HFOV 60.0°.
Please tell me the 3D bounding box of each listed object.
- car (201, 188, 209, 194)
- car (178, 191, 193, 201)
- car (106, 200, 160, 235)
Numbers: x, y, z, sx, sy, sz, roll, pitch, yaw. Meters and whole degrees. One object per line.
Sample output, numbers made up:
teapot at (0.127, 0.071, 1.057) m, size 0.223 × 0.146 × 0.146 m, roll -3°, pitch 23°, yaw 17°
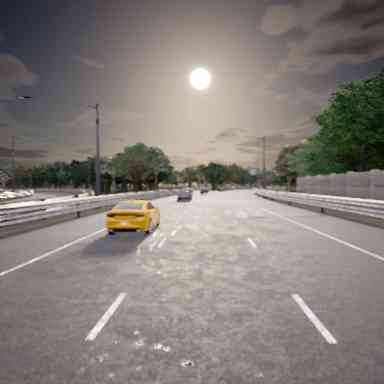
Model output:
car at (3.348, -0.249, 85.071) m, size 1.837 × 1.490 × 4.892 m, roll 0°, pitch 1°, yaw 10°
car at (-1.005, 0.541, 50.515) m, size 1.994 × 1.385 × 4.181 m, roll 0°, pitch 1°, yaw 5°
car at (-2.790, 1.151, 16.612) m, size 1.882 × 1.535 × 5.008 m, roll 0°, pitch 1°, yaw 2°
